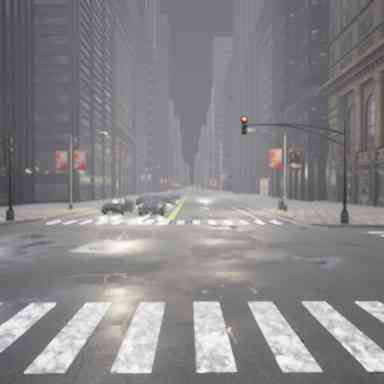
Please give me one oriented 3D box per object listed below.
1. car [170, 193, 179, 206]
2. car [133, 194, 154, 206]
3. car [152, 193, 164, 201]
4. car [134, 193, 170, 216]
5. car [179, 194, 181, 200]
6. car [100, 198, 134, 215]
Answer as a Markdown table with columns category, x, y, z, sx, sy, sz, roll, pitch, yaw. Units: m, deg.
| category | x | y | z | sx | sy | sz | roll | pitch | yaw |
| --- | --- | --- | --- | --- | --- | --- | --- | --- | --- |
| car | -3.299 | 1.077 | 45.437 | 2.033 | 1.411 | 5.357 | 0 | 1 | 0 |
| car | -6.549 | 1.074 | 45.662 | 2.033 | 1.411 | 5.357 | 0 | 1 | 0 |
| car | -6.475 | 0.927 | 64.438 | 1.895 | 1.301 | 4.718 | 0 | 1 | 0 |
| car | -3.330 | 1.058 | 28.749 | 2.097 | 1.767 | 4.553 | 0 | 1 | 0 |
| car | -3.225 | 0.889 | 64.426 | 1.994 | 1.385 | 4.181 | 0 | 1 | 0 |
| car | -6.555 | 1.239 | 30.009 | 2.033 | 1.411 | 5.357 | 0 | 1 | 4 |
